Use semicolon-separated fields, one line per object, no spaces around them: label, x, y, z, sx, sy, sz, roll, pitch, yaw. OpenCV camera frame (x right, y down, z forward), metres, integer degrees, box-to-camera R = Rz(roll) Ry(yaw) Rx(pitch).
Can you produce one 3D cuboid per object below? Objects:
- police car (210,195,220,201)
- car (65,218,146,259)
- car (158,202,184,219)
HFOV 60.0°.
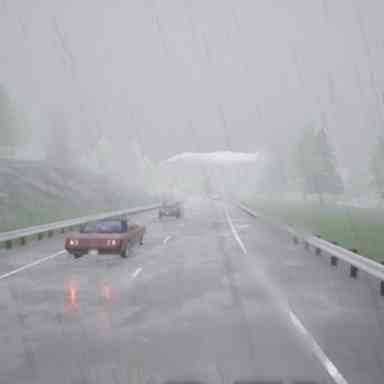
police car;6.937;1.805;94.711;1.930;1.638;5.238;0;0;1
car;-3.034;1.646;12.802;1.895;1.301;4.718;0;0;3
car;-1.833;1.606;30.198;2.128;1.511;4.902;0;0;4
